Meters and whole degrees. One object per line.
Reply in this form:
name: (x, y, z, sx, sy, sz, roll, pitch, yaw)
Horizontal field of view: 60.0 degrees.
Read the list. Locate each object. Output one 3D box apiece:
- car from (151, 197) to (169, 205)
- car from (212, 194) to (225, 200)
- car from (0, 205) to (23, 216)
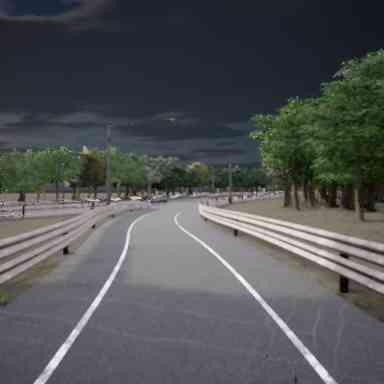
car: (-6.681, 1.791, 68.565, 1.812, 1.442, 4.674, 0, 1, 32)
car: (7.312, 1.392, 90.759, 2.128, 1.511, 4.902, 0, 1, 32)
car: (-23.798, 2.288, 41.419, 2.033, 1.411, 5.357, 0, 1, 32)
